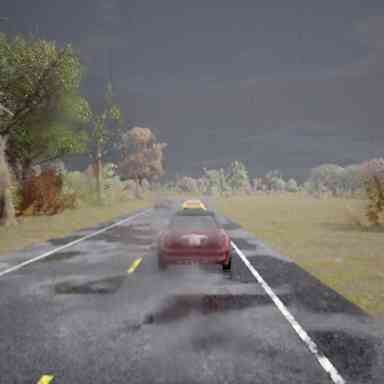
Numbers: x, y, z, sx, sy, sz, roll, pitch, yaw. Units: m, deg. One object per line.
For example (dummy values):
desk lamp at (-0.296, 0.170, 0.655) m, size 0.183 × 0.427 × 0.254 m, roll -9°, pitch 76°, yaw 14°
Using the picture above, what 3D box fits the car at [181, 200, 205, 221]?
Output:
car at (0.091, 1.468, 28.292) m, size 1.882 × 1.535 × 5.008 m, roll 0°, pitch 0°, yaw 0°

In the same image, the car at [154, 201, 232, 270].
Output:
car at (0.083, 1.351, 11.125) m, size 2.097 × 1.767 × 4.553 m, roll 0°, pitch 0°, yaw 0°

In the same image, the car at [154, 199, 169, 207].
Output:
car at (-3.585, 1.546, 41.677) m, size 1.994 × 1.385 × 4.181 m, roll 0°, pitch 0°, yaw 0°
